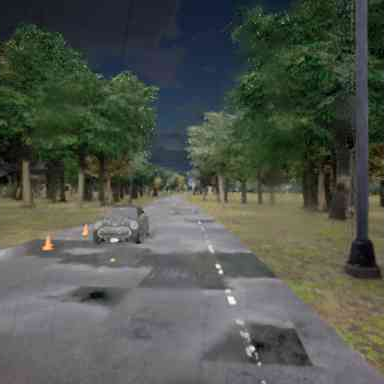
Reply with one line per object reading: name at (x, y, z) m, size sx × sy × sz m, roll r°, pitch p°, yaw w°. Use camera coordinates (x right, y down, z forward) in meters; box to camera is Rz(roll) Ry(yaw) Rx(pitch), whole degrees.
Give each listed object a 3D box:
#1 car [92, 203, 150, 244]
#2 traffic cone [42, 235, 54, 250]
car at (-3.300, 1.449, 16.224) m, size 2.097 × 1.767 × 4.553 m, roll 0°, pitch 0°, yaw -1°
traffic cone at (-5.862, 2.038, 13.565) m, size 0.340 × 0.580 × 0.340 m, roll 0°, pitch 0°, yaw -1°
